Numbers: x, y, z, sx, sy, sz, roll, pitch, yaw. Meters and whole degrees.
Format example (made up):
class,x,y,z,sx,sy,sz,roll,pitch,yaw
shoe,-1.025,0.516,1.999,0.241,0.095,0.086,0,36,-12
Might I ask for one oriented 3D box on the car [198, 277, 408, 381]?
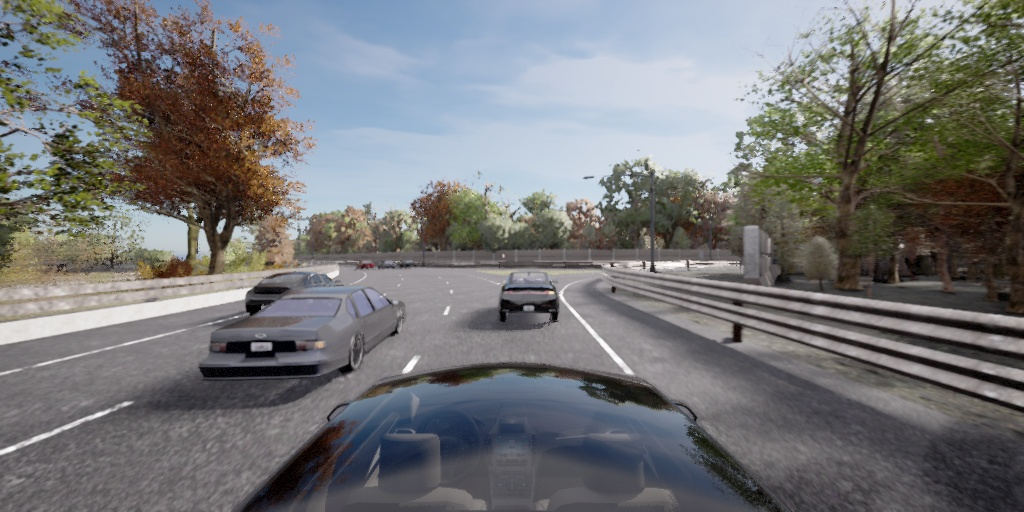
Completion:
class,x,y,z,sx,sy,sz,roll,pitch,yaw
car,-3.671,1.327,7.542,2.033,1.411,5.357,0,0,-4

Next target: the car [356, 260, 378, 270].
class,x,y,z,sx,sy,sz,roll,pitch,yaw
car,-24.391,1.466,59.471,1.882,1.535,5.008,0,0,-36

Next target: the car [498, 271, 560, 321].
class,x,y,z,sx,sy,sz,roll,pitch,yaw
car,0.603,1.264,12.507,2.128,1.511,4.902,0,0,3

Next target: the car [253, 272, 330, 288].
class,x,y,z,sx,sy,sz,roll,pitch,yaw
car,-7.760,1.315,13.373,1.837,1.490,4.892,0,0,-7

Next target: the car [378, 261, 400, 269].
class,x,y,z,sx,sy,sz,roll,pitch,yaw
car,-21.466,1.528,61.393,2.033,1.411,5.357,0,0,-36
